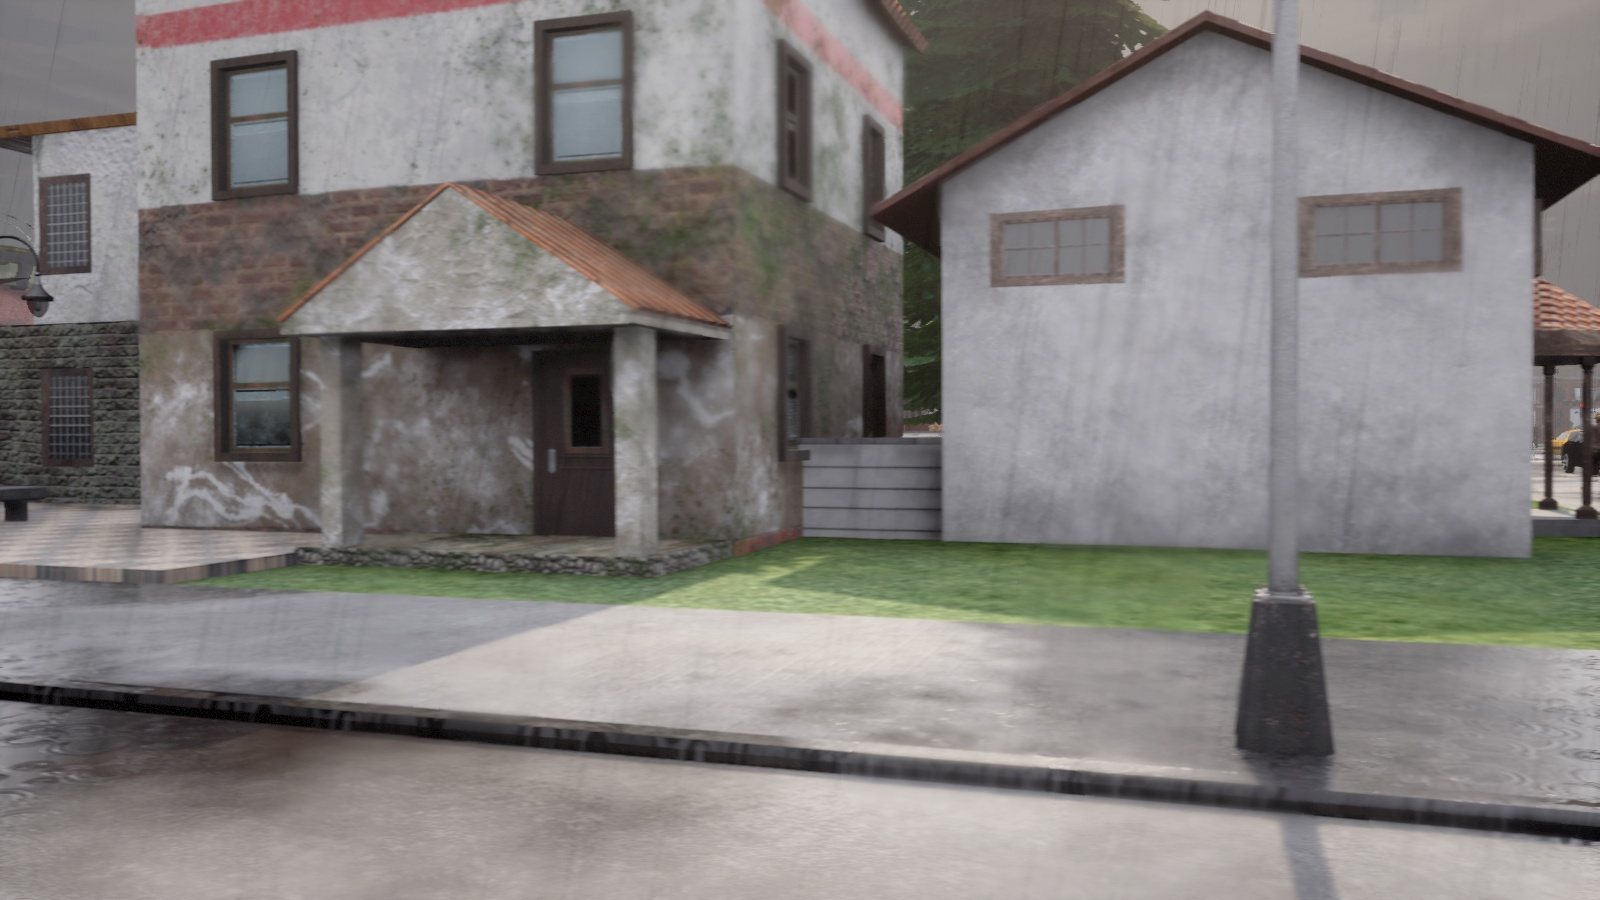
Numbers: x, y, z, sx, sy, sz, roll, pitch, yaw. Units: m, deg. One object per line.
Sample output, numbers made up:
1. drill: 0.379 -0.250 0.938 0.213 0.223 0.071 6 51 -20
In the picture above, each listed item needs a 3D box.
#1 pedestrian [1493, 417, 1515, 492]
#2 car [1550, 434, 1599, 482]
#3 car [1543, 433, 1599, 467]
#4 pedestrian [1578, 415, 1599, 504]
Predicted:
1. pedestrian: 17.500 0.108 31.226 0.402 1.842 0.726 1 1 23
2. car: 26.613 0.229 41.505 2.128 1.511 4.902 1 1 19
3. car: 36.900 -0.036 59.613 1.801 1.575 5.366 1 1 20
4. pedestrian: 16.652 0.184 26.336 0.331 1.846 0.634 0 1 10
